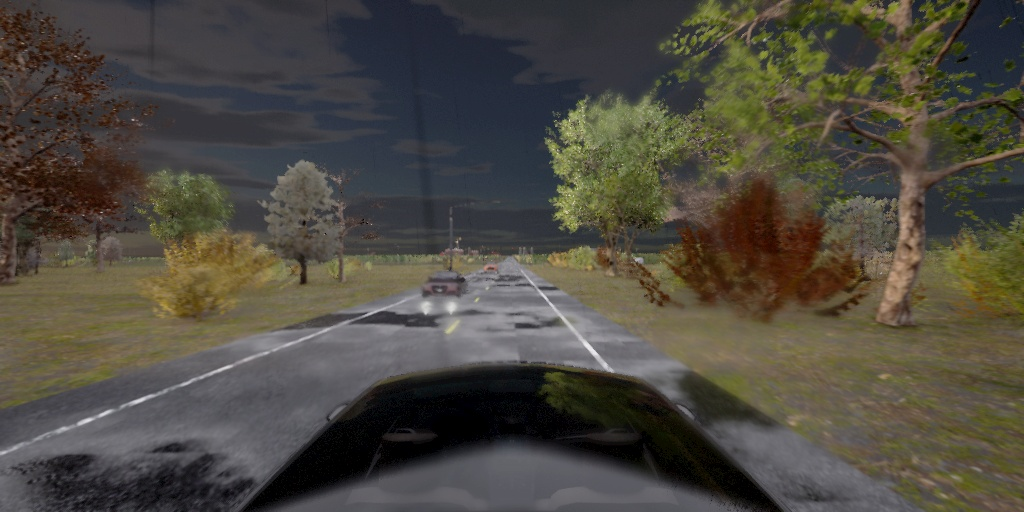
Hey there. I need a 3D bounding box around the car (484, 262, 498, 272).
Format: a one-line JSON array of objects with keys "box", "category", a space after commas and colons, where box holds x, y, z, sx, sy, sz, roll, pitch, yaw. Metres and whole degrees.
[{"box": [-3.524, 1.774, 61.115, 2.097, 1.767, 4.553, 0, -1, 1], "category": "car"}]

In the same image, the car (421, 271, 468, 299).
[{"box": [-3.594, 1.534, 19.817, 1.994, 1.385, 4.181, 0, -1, 0], "category": "car"}]
